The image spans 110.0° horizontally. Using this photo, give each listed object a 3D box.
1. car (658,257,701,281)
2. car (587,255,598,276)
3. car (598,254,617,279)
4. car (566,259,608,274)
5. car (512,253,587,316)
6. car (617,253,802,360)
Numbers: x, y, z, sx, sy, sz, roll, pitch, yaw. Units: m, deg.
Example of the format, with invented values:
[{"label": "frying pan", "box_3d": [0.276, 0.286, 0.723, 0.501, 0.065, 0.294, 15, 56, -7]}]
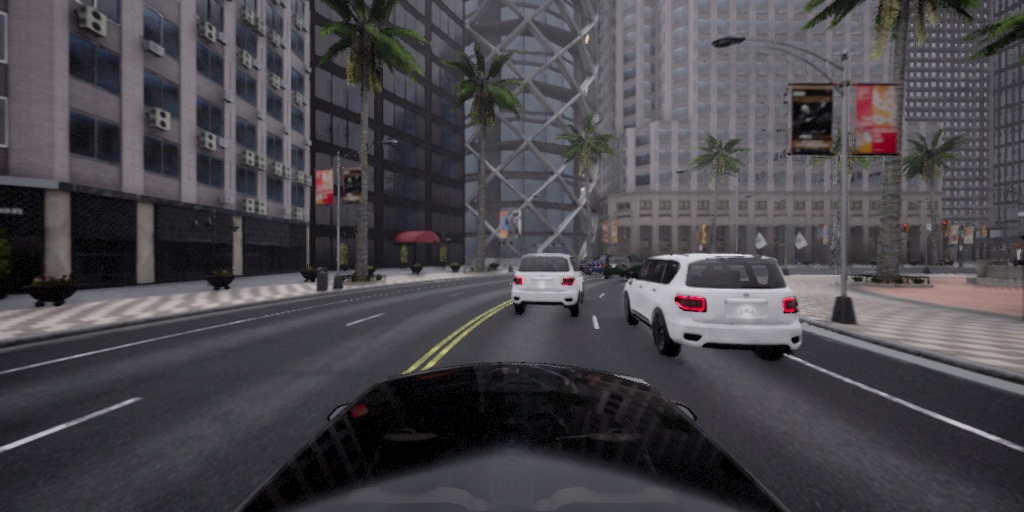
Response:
[{"label": "car", "box_3d": [13.809, 1.019, 29.475, 2.097, 1.767, 4.553, 0, 0, 40]}, {"label": "car", "box_3d": [9.187, 0.870, 35.110, 2.150, 2.045, 5.566, 0, 0, 44]}, {"label": "car", "box_3d": [9.530, 0.886, 29.947, 2.150, 2.045, 5.566, 0, 0, 38]}, {"label": "car", "box_3d": [8.224, 1.114, 38.880, 5.008, 1.535, 1.882, 0, 0, -42]}, {"label": "car", "box_3d": [1.541, 0.933, 13.507, 2.150, 2.045, 5.566, 0, 0, 14]}, {"label": "car", "box_3d": [4.165, 0.954, 8.532, 2.150, 2.045, 5.566, 0, 0, 7]}]
